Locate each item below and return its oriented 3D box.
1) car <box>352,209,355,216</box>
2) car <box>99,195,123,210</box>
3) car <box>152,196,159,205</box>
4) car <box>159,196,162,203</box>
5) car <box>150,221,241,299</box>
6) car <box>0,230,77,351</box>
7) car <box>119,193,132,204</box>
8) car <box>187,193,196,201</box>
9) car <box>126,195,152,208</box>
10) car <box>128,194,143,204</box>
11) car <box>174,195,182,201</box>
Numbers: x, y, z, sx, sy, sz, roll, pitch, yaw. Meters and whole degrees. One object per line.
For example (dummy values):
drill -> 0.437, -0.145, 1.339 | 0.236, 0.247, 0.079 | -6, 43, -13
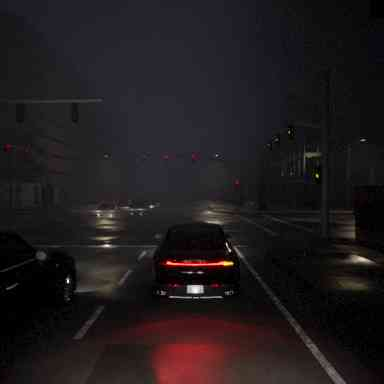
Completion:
car -> 15.966, 1.656, 27.649 | 4.718, 1.301, 1.895 | 0, 0, 0
car -> -10.978, 1.478, 44.288 | 1.882, 1.535, 5.008 | 0, 0, 0
car -> -7.406, 1.478, 57.450 | 1.882, 1.535, 5.008 | 0, 0, 1
car -> -7.220, 1.547, 67.893 | 2.033, 1.411, 5.357 | 0, 0, 1
car -> 0.079, 1.505, 8.419 | 1.837, 1.490, 4.892 | 0, 0, 0
car -> -3.447, 1.352, 5.095 | 2.097, 1.767, 4.553 | 0, 0, 0
car -> -10.949, 1.221, 54.108 | 2.150, 2.045, 5.566 | 0, 0, 1
car -> -0.034, 1.225, 84.437 | 2.150, 2.045, 5.566 | 0, 0, 1
car -> -7.491, 1.547, 47.471 | 2.033, 1.411, 5.357 | 0, 0, 0
car -> -10.803, 1.352, 63.857 | 2.097, 1.767, 4.553 | 0, 0, 1
car -> -3.536, 1.553, 84.211 | 1.994, 1.385, 4.181 | 0, 0, 1
